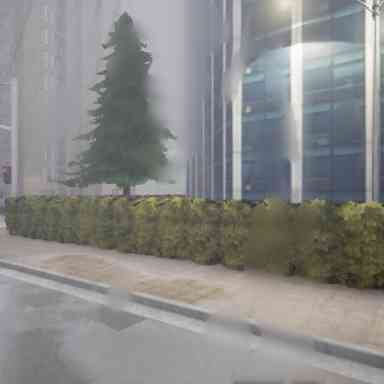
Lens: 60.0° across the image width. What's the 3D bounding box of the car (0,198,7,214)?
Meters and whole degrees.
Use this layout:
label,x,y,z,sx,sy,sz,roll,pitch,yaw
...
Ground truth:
label,x,y,z,sx,sy,sz,roll,pitch,yaw
car,-18.870,1.352,32.071,2.097,1.767,4.553,0,0,36
